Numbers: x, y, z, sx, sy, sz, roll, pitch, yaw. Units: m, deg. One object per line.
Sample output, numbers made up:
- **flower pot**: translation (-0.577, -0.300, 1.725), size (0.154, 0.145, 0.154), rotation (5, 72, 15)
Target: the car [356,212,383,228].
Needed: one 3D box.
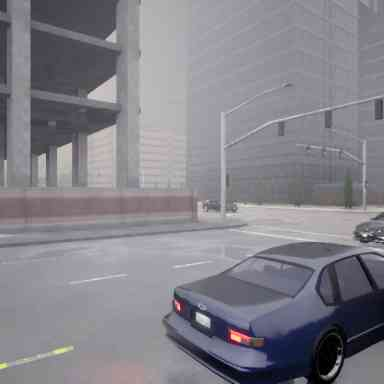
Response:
- **car**: translation (9.194, 1.505, 14.489), size (4.892, 1.490, 1.837), rotation (0, -2, -25)

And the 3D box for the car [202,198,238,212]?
- **car**: translation (3.106, 1.505, 37.433), size (1.837, 1.490, 4.892), rotation (0, 0, -36)

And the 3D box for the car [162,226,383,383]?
- **car**: translation (2.184, 1.547, 5.348), size (5.357, 1.411, 2.033), rotation (0, 0, -35)
